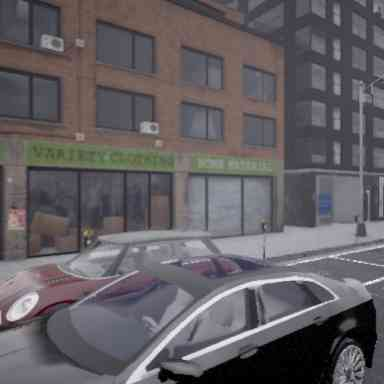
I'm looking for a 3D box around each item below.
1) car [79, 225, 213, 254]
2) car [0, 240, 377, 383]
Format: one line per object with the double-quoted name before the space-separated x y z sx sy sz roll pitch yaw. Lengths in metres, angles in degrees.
"car" -1.173 1.442 5.699 4.097 1.590 1.967 0 0 -36
"car" -0.029 1.493 3.359 4.902 1.511 2.128 0 0 -36
